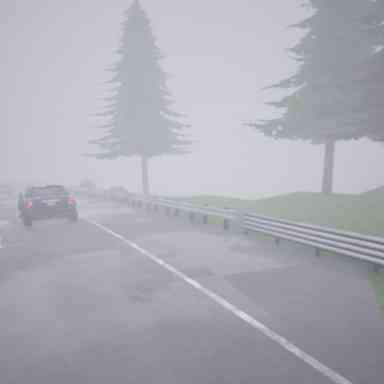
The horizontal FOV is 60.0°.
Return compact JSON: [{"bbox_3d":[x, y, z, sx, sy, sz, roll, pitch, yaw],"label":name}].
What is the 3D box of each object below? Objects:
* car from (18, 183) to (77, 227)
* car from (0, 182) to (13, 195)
[{"bbox_3d":[-6.936,0.421,15.662,2.097,1.767,4.553,-4,5,-30],"label":"car"},{"bbox_3d":[-20.544,-0.350,35.420,1.994,1.385,4.181,-5,5,-39],"label":"car"}]
